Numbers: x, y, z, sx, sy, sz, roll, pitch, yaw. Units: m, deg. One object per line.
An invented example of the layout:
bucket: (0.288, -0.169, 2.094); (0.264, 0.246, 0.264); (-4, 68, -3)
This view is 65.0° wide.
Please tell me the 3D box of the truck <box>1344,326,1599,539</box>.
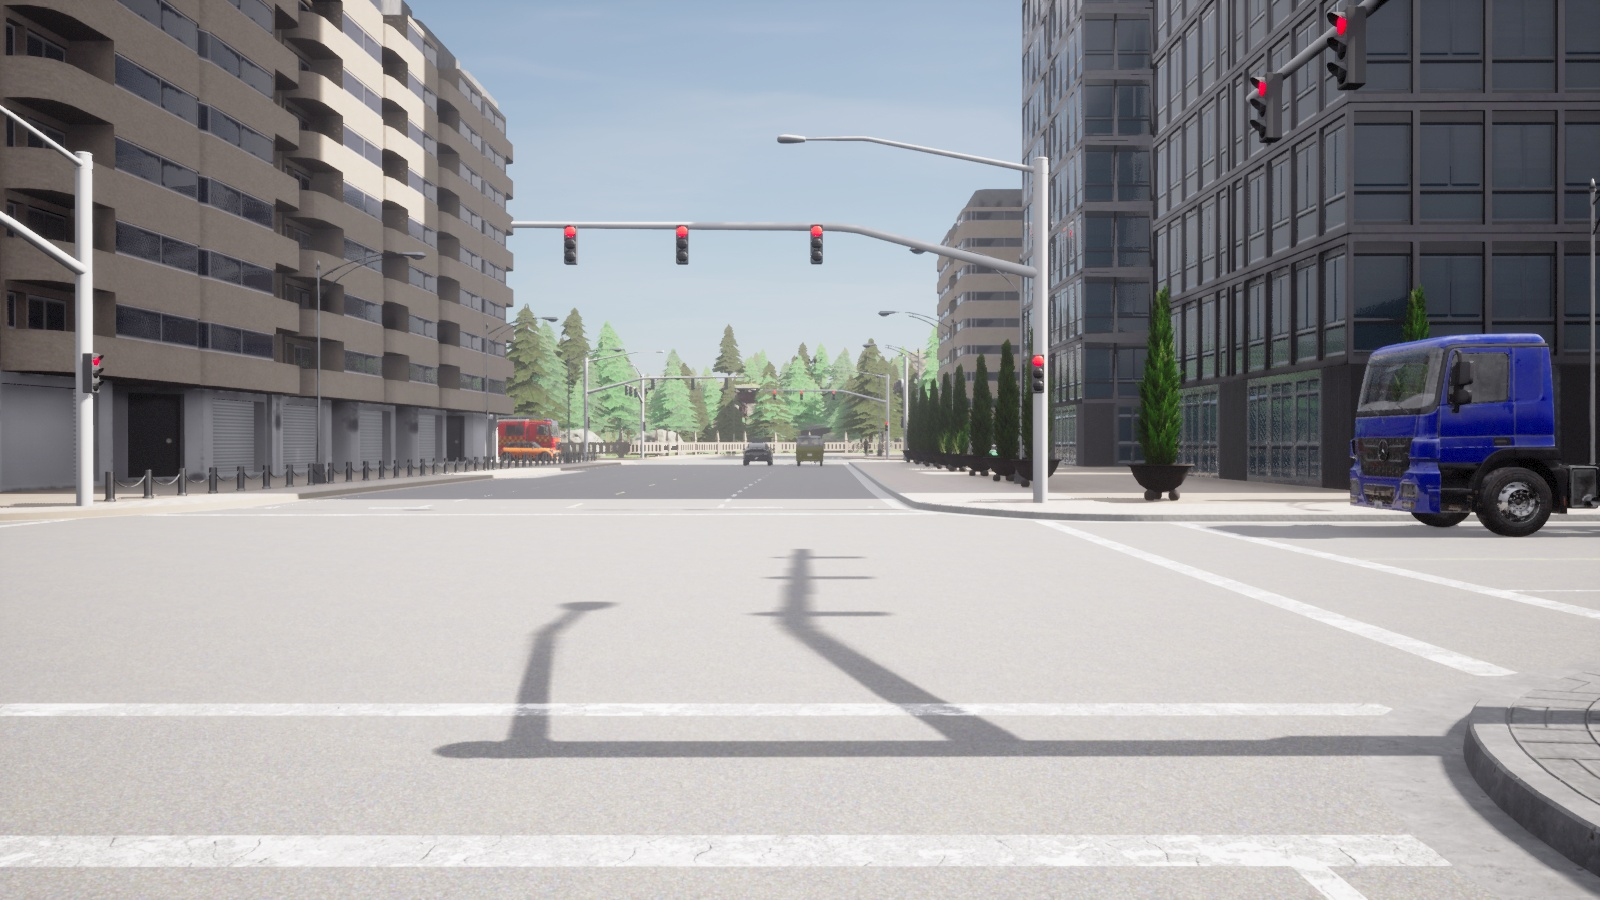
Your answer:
truck: (14.035, -0.292, 21.786); (7.936, 3.462, 2.891); (0, 0, 1)

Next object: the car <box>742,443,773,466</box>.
car: (-2.794, 0.274, 84.086); (1.837, 1.490, 4.892); (0, 0, 1)

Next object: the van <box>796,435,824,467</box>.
van: (0.655, 0.041, 81.252); (1.775, 1.987, 4.442); (0, 0, 1)
